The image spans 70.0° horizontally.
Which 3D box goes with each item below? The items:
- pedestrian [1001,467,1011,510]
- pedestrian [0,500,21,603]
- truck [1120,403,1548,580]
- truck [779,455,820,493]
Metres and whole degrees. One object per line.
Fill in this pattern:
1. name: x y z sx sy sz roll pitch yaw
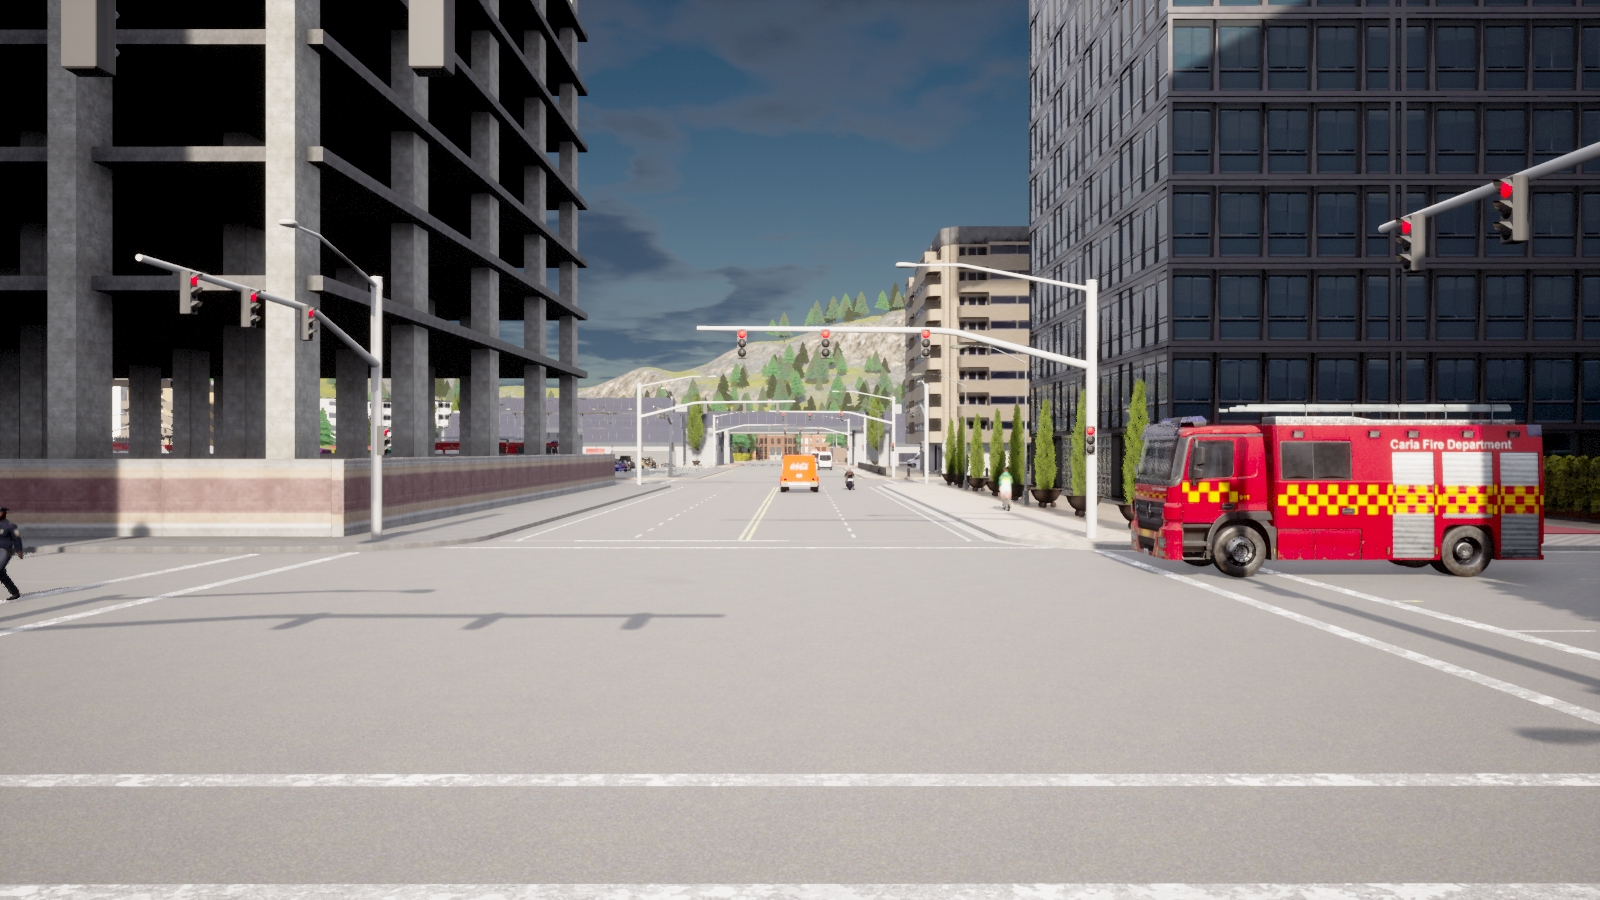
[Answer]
1. pedestrian: 8.991 1.694 49.867 0.375 1.860 0.375 0 0 -1
2. pedestrian: -14.561 1.847 20.884 0.375 1.860 0.375 0 0 -2
3. truck: 11.970 0.889 26.163 8.468 3.827 2.891 0 0 -1
4. truck: -0.023 1.564 76.782 2.627 2.467 5.204 0 0 0
